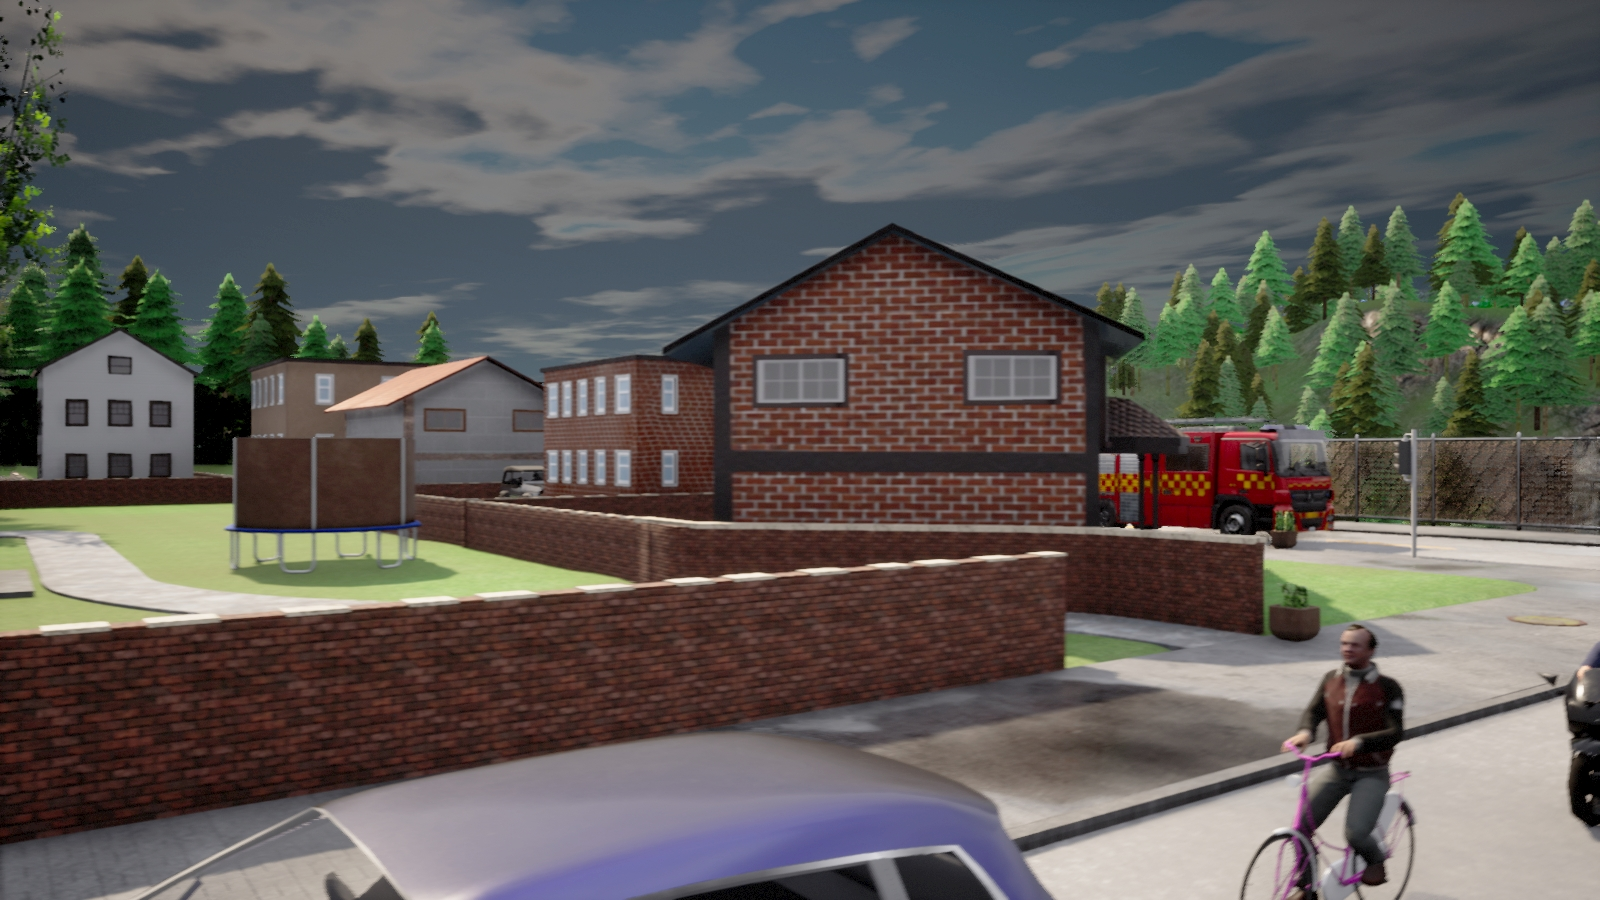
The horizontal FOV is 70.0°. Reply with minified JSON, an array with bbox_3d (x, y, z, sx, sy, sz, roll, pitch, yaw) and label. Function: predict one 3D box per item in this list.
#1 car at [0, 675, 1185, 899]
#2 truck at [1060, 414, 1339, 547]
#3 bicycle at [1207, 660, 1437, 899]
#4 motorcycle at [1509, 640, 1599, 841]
[{"bbox_3d":[-1.200,1.968,3.519,4.611,1.667,2.242,0,0,-35],"label":"car"},{"bbox_3d":[12.668,0.891,37.168,2.891,3.827,8.468,0,0,-35],"label":"truck"},{"bbox_3d":[3.038,2.060,6.562,1.835,1.471,0.329,0,0,-36],"label":"bicycle"},{"bbox_3d":[6.416,2.186,8.873,2.033,1.199,0.803,0,0,-35],"label":"motorcycle"}]
